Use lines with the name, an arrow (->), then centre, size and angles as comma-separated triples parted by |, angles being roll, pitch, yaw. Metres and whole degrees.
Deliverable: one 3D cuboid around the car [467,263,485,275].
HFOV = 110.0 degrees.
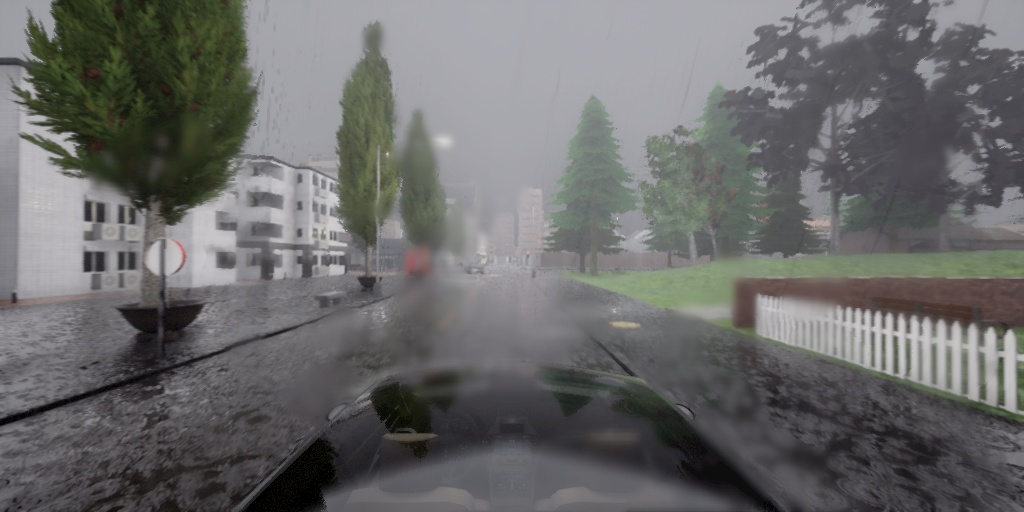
car -> -4.363, 1.574, 44.301 | 2.128, 1.511, 4.902 | 0, -1, 0
